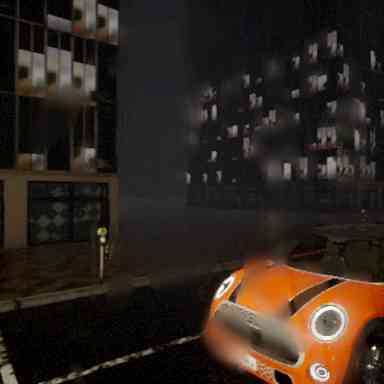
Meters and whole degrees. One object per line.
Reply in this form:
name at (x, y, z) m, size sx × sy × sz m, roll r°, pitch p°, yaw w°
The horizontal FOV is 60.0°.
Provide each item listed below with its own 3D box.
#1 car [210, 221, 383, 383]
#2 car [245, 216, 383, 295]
car at (2.457, 1.324, 5.125) m, size 4.553 × 1.767 × 2.097 m, roll 0°, pitch 0°, yaw -35°
car at (3.714, 1.518, 9.186) m, size 4.313 × 1.339 × 1.947 m, roll 0°, pitch 1°, yaw -35°
